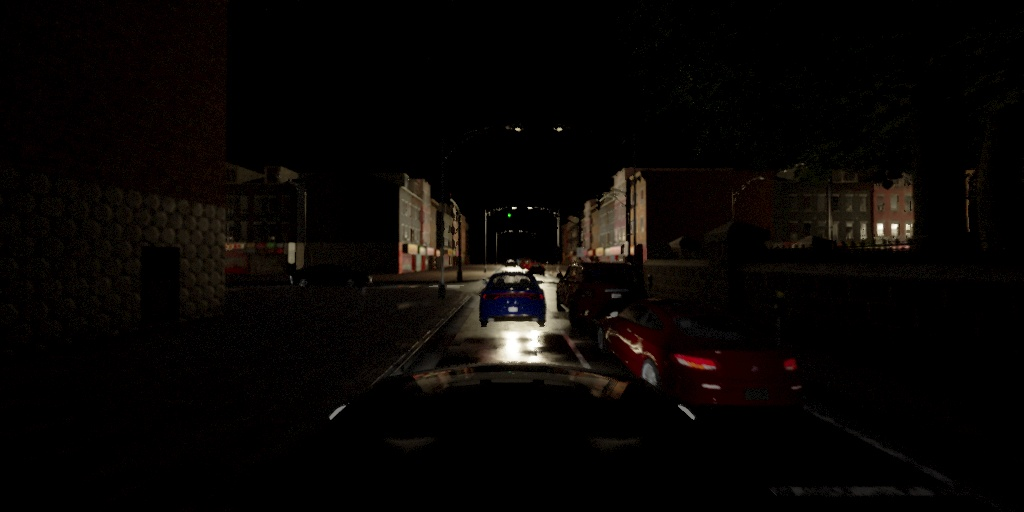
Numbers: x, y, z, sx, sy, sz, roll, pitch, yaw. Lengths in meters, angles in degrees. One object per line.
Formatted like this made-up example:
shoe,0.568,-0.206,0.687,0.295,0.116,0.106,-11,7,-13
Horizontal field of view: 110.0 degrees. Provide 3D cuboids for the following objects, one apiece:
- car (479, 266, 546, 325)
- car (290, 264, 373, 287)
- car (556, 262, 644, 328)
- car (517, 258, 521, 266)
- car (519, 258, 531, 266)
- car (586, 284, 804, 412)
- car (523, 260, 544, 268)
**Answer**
car,0.018,1.251,11.883,1.882,1.535,5.008,0,0,0
car,-11.417,1.278,22.894,4.892,1.490,1.837,0,-1,0
car,2.600,1.086,11.381,2.192,1.841,5.009,0,0,0
car,2.384,1.269,59.558,2.192,1.841,5.009,0,0,0
car,2.408,1.473,54.121,1.888,1.381,4.507,0,0,0
car,2.625,1.340,5.933,1.802,1.307,4.207,0,0,0
car,2.481,1.403,37.810,1.888,1.381,4.507,0,0,0
